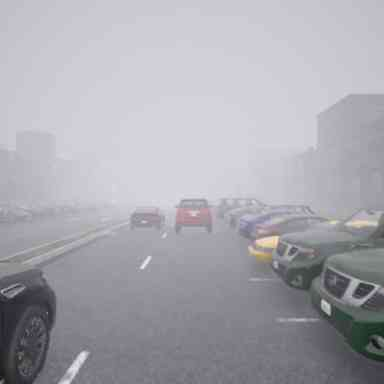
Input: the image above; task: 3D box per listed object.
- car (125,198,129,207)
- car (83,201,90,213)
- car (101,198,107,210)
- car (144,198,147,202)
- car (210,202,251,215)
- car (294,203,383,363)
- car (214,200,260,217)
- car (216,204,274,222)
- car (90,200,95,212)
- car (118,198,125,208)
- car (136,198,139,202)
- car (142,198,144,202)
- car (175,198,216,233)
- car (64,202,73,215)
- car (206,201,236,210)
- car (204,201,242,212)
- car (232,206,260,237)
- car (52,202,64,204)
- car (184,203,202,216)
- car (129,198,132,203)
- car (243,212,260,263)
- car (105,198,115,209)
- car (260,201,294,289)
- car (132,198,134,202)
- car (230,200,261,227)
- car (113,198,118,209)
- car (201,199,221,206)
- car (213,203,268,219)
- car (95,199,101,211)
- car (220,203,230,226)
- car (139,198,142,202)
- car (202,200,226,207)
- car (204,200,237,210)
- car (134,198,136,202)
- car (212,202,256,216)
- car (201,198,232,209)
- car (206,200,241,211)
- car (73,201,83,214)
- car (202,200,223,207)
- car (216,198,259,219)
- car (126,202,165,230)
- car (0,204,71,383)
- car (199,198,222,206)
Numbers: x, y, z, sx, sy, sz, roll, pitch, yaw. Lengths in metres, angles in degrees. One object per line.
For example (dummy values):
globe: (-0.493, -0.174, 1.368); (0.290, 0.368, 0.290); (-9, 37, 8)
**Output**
car: (-15.655, 2.413, 66.116); (4.792, 1.488, 2.163); (0, -1, 0)
car: (-15.740, 1.950, 41.108); (4.892, 1.521, 2.231); (0, -1, 0)
car: (-15.725, 2.084, 49.320); (4.892, 1.521, 2.231); (0, -1, 0)
car: (-15.639, 2.562, 88.342); (5.566, 2.045, 2.435); (0, -1, 0)
car: (4.640, 1.972, 40.468); (4.674, 1.452, 2.002); (0, -1, 0)
car: (4.611, 1.237, 4.599); (5.566, 2.045, 2.435); (0, 0, 0)
car: (4.611, 1.721, 34.921); (4.553, 1.767, 2.185); (0, -1, 0)
car: (4.613, 1.797, 29.406); (4.792, 1.488, 2.163); (0, -1, 0)
car: (-15.726, 2.032, 43.761); (4.674, 1.452, 2.002); (0, -1, 0)
car: (-15.724, 2.029, 60.562); (5.566, 2.045, 2.435); (0, -1, 0)
car: (-15.668, 2.596, 77.105); (5.008, 1.535, 2.097); (0, -1, 0)
car: (-15.658, 2.761, 85.559); (4.892, 1.521, 2.231); (0, -1, 0)
car: (0.101, 1.400, 21.259); (2.150, 2.045, 5.566); (0, -1, 0)
car: (-15.775, 1.890, 35.424); (4.792, 1.488, 2.163); (0, -1, 0)
car: (4.667, 2.192, 54.220); (4.792, 1.488, 2.163); (0, -1, 0)
car: (4.458, 2.063, 48.702); (5.366, 1.575, 1.946); (0, -1, 0)
car: (4.635, 1.585, 15.619); (5.008, 1.535, 2.097); (0, -1, 0)
car: (-15.745, 1.820, 32.647); (4.892, 1.521, 2.231); (0, -1, 0)
car: (0.102, 1.992, 38.962); (1.994, 1.385, 4.181); (0, -1, 0)
car: (-15.649, 2.466, 68.893); (4.792, 1.488, 2.163); (0, -1, 0)
car: (4.455, 1.522, 10.107); (5.366, 1.575, 1.946); (0, -1, 0)
car: (-15.704, 2.219, 54.874); (4.674, 1.452, 2.002); (0, -1, 0)
car: (4.612, 1.253, 7.357); (5.566, 2.045, 2.435); (0, 0, 0)
car: (-15.859, 2.487, 71.673); (5.366, 1.575, 1.946); (0, -1, 0)
car: (4.672, 1.496, 18.378); (4.553, 1.767, 2.185); (0, -1, 0)
car: (-15.733, 2.104, 57.747); (4.553, 1.767, 2.185); (0, -1, 0)
car: (4.560, 2.529, 79.034); (4.553, 1.767, 2.185); (0, -1, 0)
car: (4.637, 1.806, 32.162); (5.008, 1.535, 2.097); (0, -1, 0)
car: (-15.753, 2.067, 46.540); (4.792, 1.488, 2.163); (0, -1, 0)
car: (4.639, 1.733, 23.890); (4.674, 1.452, 2.002); (0, -1, 0)
car: (-15.667, 2.706, 82.780); (5.008, 1.535, 2.097); (0, -1, 0)
car: (4.601, 2.482, 70.760); (5.008, 1.535, 2.097); (0, -1, 0)
car: (4.818, 2.209, 56.979); (5.366, 1.575, 1.946); (0, -1, 0)
car: (-15.696, 2.574, 74.450); (4.792, 1.488, 2.163); (0, -1, 0)
car: (4.672, 1.917, 37.674); (4.792, 1.488, 2.163); (0, -1, 0)
car: (4.594, 2.065, 62.495); (5.566, 2.045, 2.435); (0, -1, 0)
car: (4.828, 2.110, 51.465); (5.366, 1.575, 1.946); (0, -1, 0)
car: (-15.734, 1.905, 38.329); (5.008, 1.535, 2.097); (0, -1, 0)
car: (4.594, 2.640, 76.403); (4.674, 1.452, 2.002); (0, -1, 0)
car: (4.670, 1.479, 26.651); (5.566, 2.045, 2.435); (0, -1, 0)
car: (-2.899, 1.673, 22.572); (1.882, 1.535, 5.008); (0, -1, 0)
car: (-2.901, 1.223, 2.121); (2.150, 2.045, 5.566); (0, 0, 0)
car: (4.558, 2.460, 81.793); (5.566, 2.045, 2.435); (0, -1, 0)
